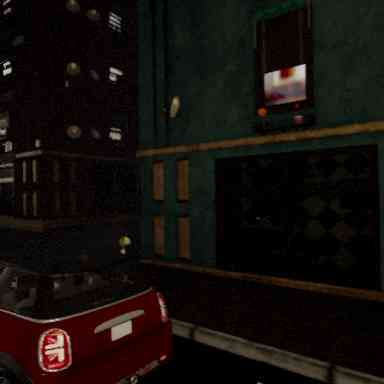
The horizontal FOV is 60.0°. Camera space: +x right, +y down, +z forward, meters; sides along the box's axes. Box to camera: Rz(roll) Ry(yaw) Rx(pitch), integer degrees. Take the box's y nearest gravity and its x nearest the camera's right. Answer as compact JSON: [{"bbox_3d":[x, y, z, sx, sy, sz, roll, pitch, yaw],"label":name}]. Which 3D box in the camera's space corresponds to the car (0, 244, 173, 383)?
[{"bbox_3d":[-2.299,1.439,4.532,4.097,1.590,1.967,0,-1,36],"label":"car"}]
